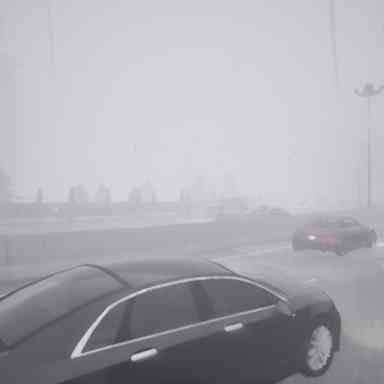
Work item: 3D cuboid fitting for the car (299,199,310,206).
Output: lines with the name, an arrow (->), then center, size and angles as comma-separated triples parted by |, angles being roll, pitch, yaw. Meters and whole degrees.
car -> 22.626, 2.133, 66.948 | 1.895, 1.301, 4.718 | 0, -1, 24

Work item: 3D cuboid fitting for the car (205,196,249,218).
car -> 3.517, 1.449, 31.686 | 2.150, 2.045, 5.566 | 0, 0, 39

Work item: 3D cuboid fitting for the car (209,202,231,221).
car -> 3.654, 1.748, 26.571 | 1.994, 1.385, 4.181 | 0, -1, 42

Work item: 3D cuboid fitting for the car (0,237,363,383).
car -> -0.154, 1.528, 3.896 | 4.892, 1.490, 1.837 | 0, 0, -37

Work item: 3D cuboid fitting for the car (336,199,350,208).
car -> 25.943, 1.940, 57.148 | 1.837, 1.490, 4.892 | 0, -1, 24

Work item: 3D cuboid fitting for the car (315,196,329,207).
car -> 24.273, 1.709, 62.006 | 2.150, 2.045, 5.566 | 0, -1, 24

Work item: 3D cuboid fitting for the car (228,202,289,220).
car -> 4.952, 1.645, 22.788 | 2.128, 1.511, 4.902 | 0, -1, 42

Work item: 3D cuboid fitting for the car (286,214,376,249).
car -> 5.859, 1.650, 13.556 | 4.181, 1.385, 1.994 | 0, -1, -43
